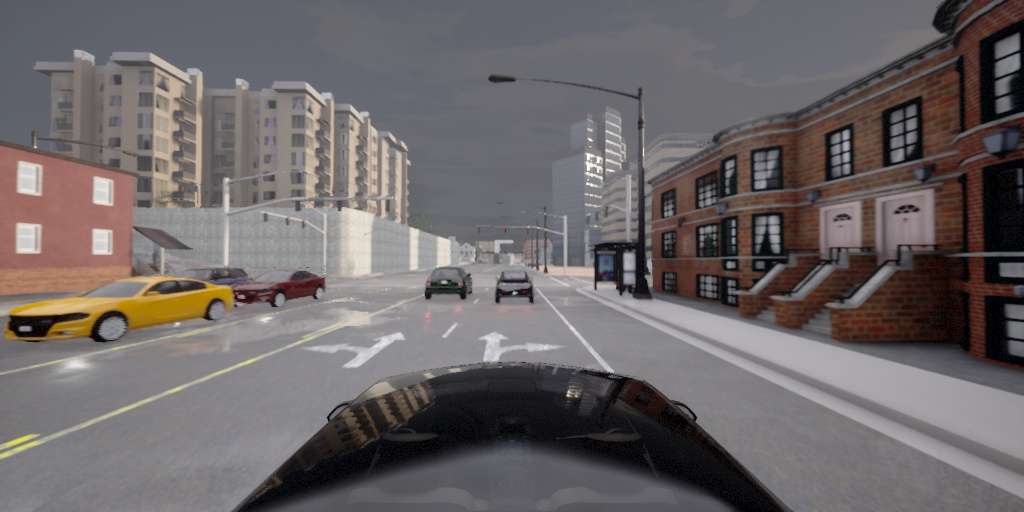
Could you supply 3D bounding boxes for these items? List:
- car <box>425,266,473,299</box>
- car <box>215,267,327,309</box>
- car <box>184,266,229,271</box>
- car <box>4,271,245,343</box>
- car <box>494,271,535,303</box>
[{"bbox_3d":[-3.407,1.363,20.118,2.097,1.767,4.553,0,-1,0],"label":"car"},{"bbox_3d":[-10.494,1.354,16.437,1.882,1.535,5.008,0,-1,0],"label":"car"},{"bbox_3d":[-13.996,1.305,16.276,2.097,1.767,4.553,0,-1,0],"label":"car"},{"bbox_3d":[-10.583,1.348,10.302,1.882,1.535,5.008,0,-1,0],"label":"car"},{"bbox_3d":[0.111,1.476,18.222,2.128,1.511,4.902,0,-1,0],"label":"car"}]
